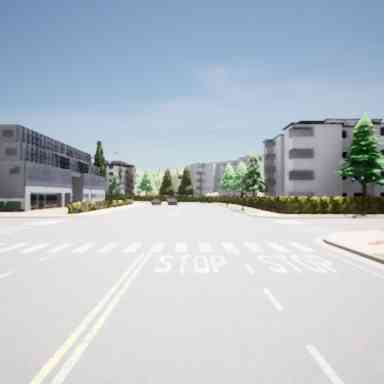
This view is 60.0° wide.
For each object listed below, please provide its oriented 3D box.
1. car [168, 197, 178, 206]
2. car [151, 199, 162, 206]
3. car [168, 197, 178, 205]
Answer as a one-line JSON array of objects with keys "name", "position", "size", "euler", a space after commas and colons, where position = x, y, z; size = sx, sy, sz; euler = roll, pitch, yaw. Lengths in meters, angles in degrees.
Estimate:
[{"name": "car", "position": [-3.980, 2.245, 70.363], "size": [1.895, 1.301, 4.718], "euler": [0, -1, -1]}, {"name": "car", "position": [-7.463, 2.198, 69.777], "size": [1.994, 1.385, 4.181], "euler": [0, -1, -1]}, {"name": "car", "position": [-4.370, 2.035, 75.764], "size": [2.097, 1.767, 4.553], "euler": [0, -1, -8]}]
